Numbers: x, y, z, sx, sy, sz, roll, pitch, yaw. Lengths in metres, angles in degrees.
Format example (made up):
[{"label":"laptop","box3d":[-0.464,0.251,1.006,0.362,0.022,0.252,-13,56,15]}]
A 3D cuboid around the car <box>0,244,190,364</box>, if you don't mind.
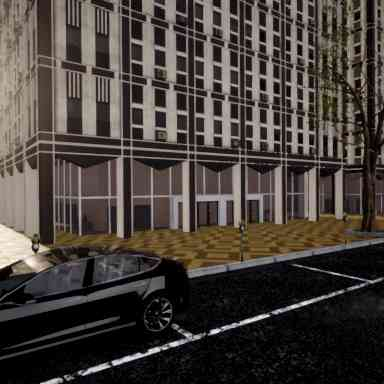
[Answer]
[{"label":"car","box3d":[-2.034,1.566,5.116,4.313,1.339,1.947,0,-1,-35]}]
